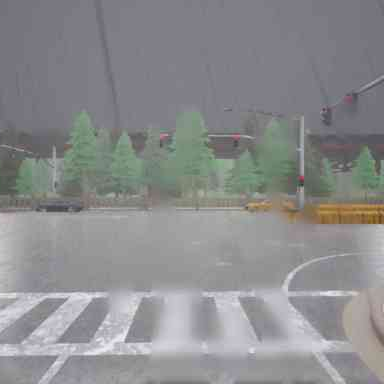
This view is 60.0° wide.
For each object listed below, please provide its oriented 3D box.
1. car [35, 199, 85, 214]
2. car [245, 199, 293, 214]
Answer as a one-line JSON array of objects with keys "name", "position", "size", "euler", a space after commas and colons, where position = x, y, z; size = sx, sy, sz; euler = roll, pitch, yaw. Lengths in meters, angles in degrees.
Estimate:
[{"name": "car", "position": [-13.710, 1.506, 34.674], "size": [4.892, 1.490, 1.837], "euler": [1, 0, -2]}, {"name": "car", "position": [8.172, 1.477, 35.340], "size": [5.008, 1.535, 1.882], "euler": [0, 0, -2]}]
